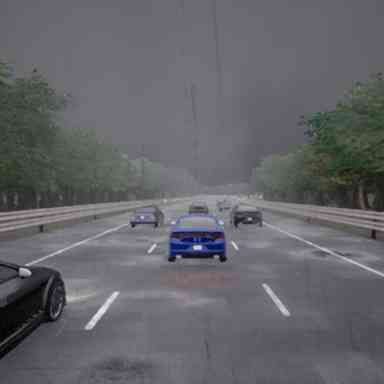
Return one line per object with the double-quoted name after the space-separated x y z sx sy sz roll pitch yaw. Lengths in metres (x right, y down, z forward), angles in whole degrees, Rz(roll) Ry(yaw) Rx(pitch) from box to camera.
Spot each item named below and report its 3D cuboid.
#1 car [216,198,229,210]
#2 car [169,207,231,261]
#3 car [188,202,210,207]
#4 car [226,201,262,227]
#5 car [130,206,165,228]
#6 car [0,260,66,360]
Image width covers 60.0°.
4.627 1.935 46.149 2.033 1.411 5.357 0 -1 3 "car"
0.205 1.553 12.612 1.882 1.535 5.008 0 0 1 "car"
0.665 1.743 32.207 1.837 1.490 4.892 0 0 2 "car"
3.831 1.645 24.239 1.882 1.535 5.008 0 -1 1 "car"
-3.089 1.705 23.729 2.033 1.411 5.357 0 0 1 "car"
-3.370 1.588 4.621 1.994 1.385 4.181 0 0 0 "car"
